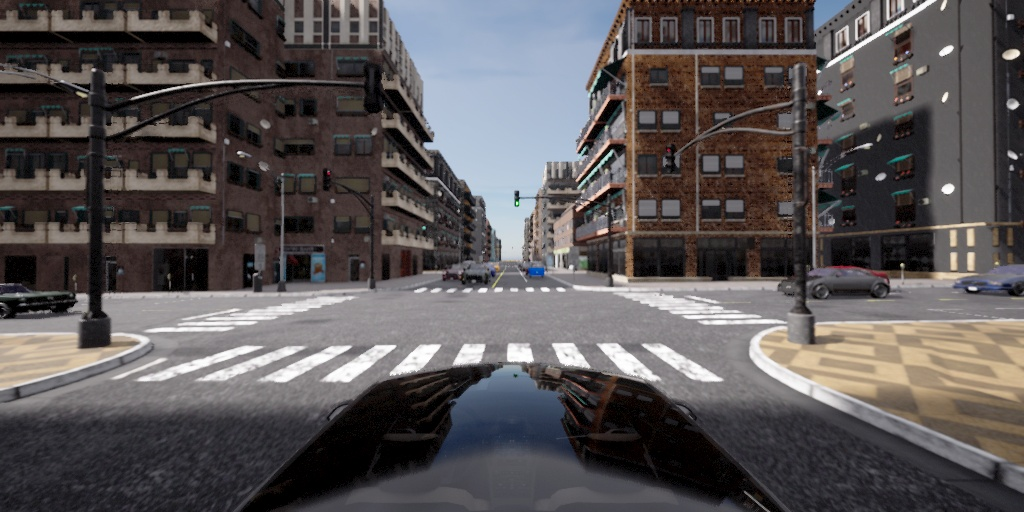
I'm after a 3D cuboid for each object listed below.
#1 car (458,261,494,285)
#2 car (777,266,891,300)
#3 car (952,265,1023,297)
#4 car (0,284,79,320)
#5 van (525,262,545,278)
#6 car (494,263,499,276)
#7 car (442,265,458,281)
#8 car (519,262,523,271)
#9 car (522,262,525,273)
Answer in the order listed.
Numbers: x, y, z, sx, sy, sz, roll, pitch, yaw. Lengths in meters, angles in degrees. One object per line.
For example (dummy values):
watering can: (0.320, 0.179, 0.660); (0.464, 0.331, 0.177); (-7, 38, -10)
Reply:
car: (-2.920, 1.414, 29.976); (2.097, 1.767, 4.553); (0, -1, 1)
car: (15.048, 1.259, 16.936); (4.181, 1.385, 1.994); (-1, -1, 0)
car: (24.416, 1.114, 16.952); (5.357, 1.411, 2.033); (-1, -1, 0)
car: (-20.267, 1.746, 14.039); (4.718, 1.301, 1.895); (-1, -1, 0)
van: (2.663, 1.506, 39.464); (1.690, 1.789, 3.998); (0, 0, 0)
car: (-2.883, 1.665, 41.454); (1.882, 1.535, 5.008); (0, 0, 0)
car: (-5.472, 1.551, 34.497); (1.967, 1.591, 4.097); (0, 0, 0)
car: (2.521, 1.921, 56.829); (1.948, 1.339, 4.313); (0, 0, 0)
car: (2.622, 1.778, 45.667); (1.888, 1.381, 4.507); (0, 0, 0)
